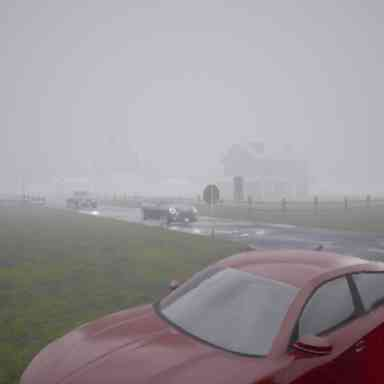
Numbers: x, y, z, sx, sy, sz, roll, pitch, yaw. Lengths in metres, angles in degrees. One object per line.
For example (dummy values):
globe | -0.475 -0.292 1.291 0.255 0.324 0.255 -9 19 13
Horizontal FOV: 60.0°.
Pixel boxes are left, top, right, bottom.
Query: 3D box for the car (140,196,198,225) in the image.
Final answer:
car | -1.579 1.067 21.519 2.097 1.767 4.553 -1 1 -35

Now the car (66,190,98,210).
car | -12.195 0.813 36.505 2.150 2.045 5.566 -1 1 -35

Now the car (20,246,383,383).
car | 0.899 1.439 3.593 5.008 1.535 1.882 -1 1 -36

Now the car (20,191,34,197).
car | -38.661 0.699 78.765 2.128 1.511 4.902 -1 1 -35
